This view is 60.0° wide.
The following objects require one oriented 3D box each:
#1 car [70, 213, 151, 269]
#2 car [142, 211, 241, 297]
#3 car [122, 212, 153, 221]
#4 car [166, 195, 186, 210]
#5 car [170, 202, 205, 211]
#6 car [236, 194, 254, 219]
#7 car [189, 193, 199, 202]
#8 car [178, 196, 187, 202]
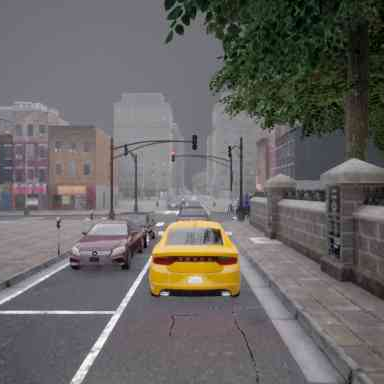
[{"bbox_3d":[-2.623,1.582,11.045,1.802,1.307,4.206,0,0,0],"label":"car"},{"bbox_3d":[0.078,1.478,8.639,1.882,1.535,5.008,0,0,0],"label":"car"},{"bbox_3d":[-2.618,1.566,14.708,1.947,1.339,4.313,0,0,0],"label":"car"},{"bbox_3d":[-2.227,1.484,42.664,2.128,1.511,4.902,0,0,0],"label":"car"},{"bbox_3d":[0.030,1.547,19.128,2.033,1.411,5.357,0,0,0],"label":"car"},{"bbox_3d":[6.411,1.159,27.501,5.566,2.045,2.150,0,1,6],"label":"car"},{"bbox_3d":[0.379,1.513,66.917,1.812,1.442,4.674,0,0,0],"label":"car"},{"bbox_3d":[-2.119,1.570,74.926,1.895,1.301,4.718,0,0,0],"label":"car"}]
